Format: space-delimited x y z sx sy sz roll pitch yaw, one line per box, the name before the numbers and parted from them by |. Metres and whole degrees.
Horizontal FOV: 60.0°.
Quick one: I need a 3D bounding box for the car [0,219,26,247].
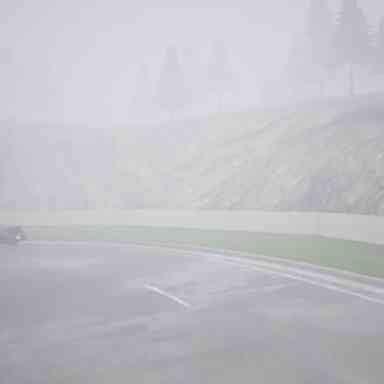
car | -10.134 1.948 15.568 4.674 1.442 1.812 -1 -1 12
